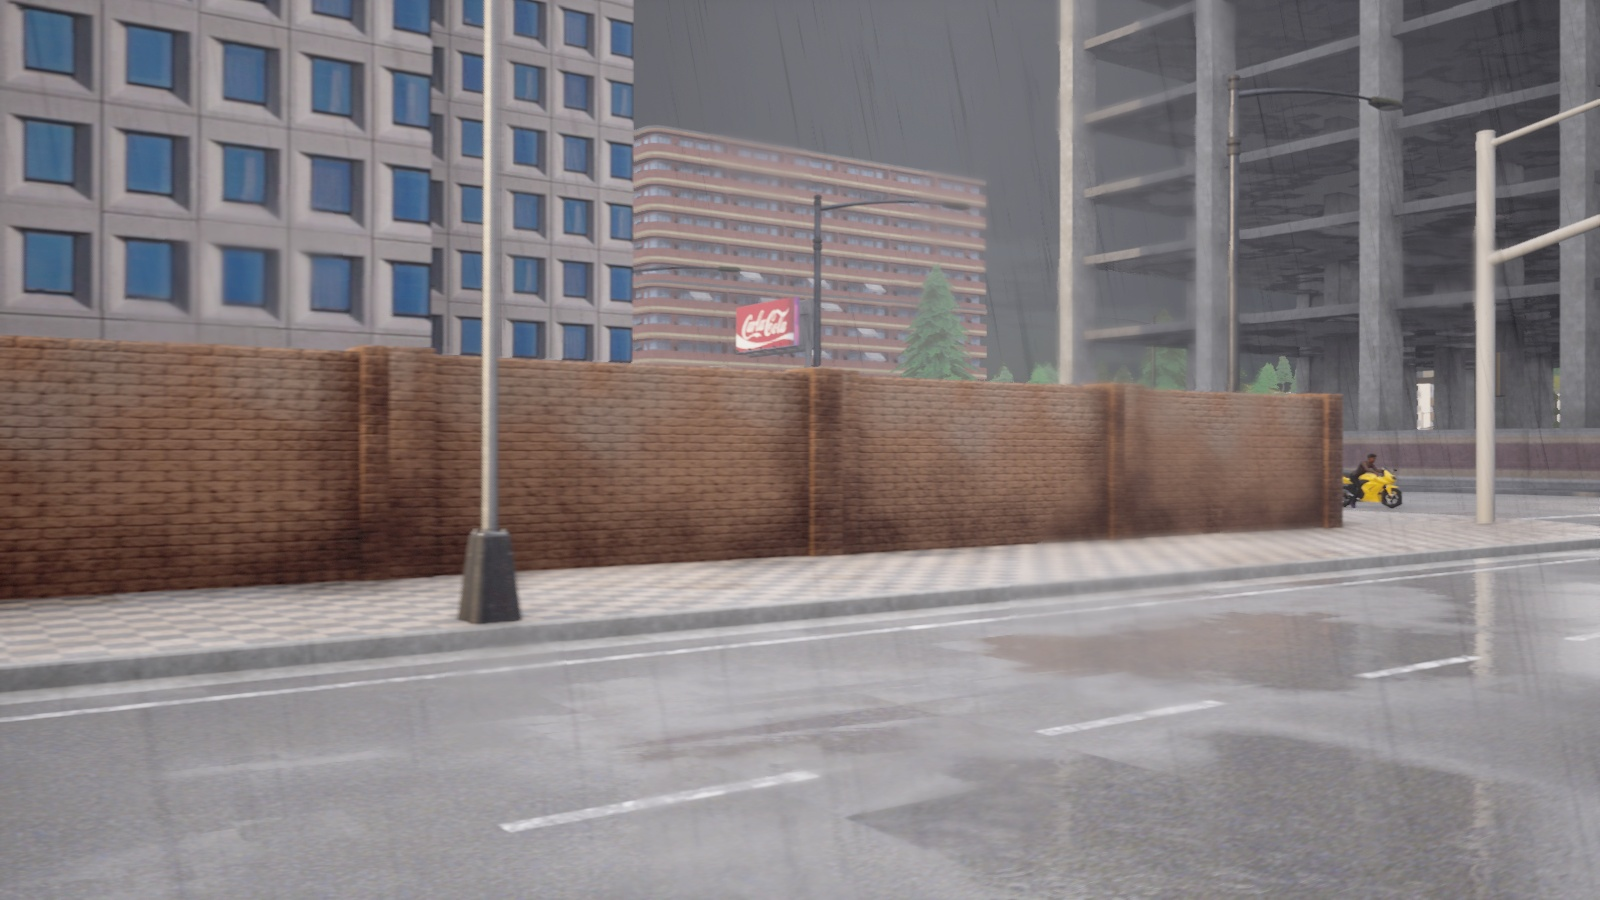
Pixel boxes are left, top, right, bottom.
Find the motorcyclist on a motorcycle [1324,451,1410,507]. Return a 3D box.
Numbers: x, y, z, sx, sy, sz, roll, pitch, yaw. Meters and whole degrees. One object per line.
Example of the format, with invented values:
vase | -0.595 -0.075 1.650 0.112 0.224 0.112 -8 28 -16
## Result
motorcyclist on a motorcycle | 15.646 0.779 34.686 0.797 1.523 2.044 0 0 -34
